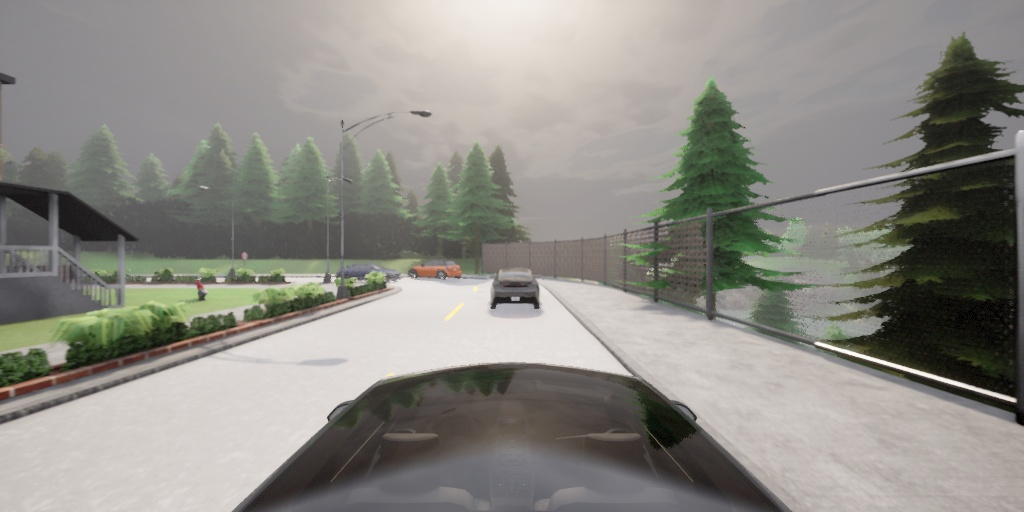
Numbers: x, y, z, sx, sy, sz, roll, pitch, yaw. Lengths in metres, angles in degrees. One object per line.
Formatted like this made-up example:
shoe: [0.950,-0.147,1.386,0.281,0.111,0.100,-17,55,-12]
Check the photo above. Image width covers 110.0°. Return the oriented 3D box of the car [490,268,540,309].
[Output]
car: [0.124,1.245,14.999,1.837,1.490,4.892,0,0,0]

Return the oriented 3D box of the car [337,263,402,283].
car: [-10.597,1.258,26.785,4.674,1.442,1.812,0,0,4]

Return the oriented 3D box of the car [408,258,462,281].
car: [-6.542,1.082,30.141,4.553,1.767,2.097,0,0,29]
